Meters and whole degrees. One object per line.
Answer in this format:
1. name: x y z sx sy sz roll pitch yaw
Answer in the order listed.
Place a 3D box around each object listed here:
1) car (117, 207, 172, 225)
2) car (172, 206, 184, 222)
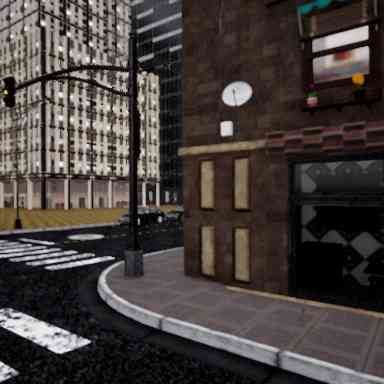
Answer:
1. car: -3.948 1.871 26.248 2.008 1.369 4.403 -1 -2 35
2. car: -0.741 1.952 30.801 2.008 1.369 4.403 -1 -2 35
